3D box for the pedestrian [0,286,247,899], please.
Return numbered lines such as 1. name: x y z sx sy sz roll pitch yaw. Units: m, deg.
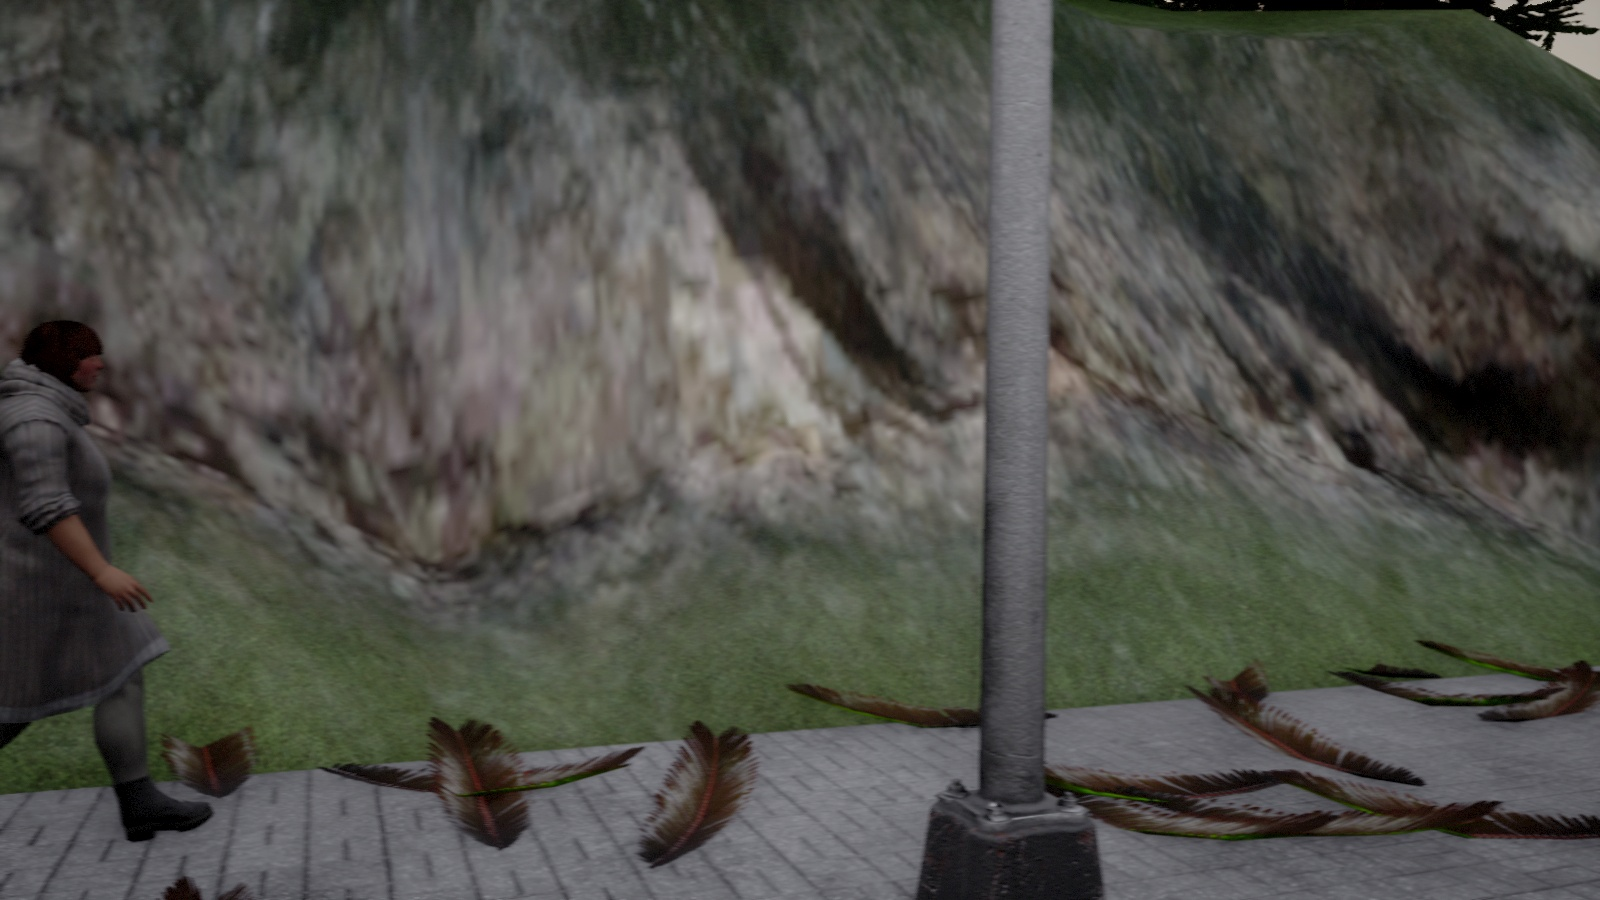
1. pedestrian: -2.387 0.464 4.265 0.873 1.952 0.659 -1 1 -22
